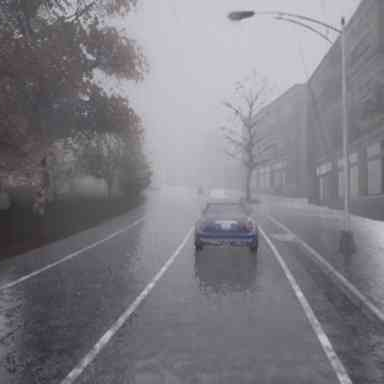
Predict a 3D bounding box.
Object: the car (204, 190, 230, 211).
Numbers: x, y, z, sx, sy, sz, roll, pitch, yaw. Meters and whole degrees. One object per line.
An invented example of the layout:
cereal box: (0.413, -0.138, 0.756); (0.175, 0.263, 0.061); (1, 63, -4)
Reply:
car: (2.051, 0.630, 28.288); (1.812, 1.442, 4.674); (0, 2, -1)

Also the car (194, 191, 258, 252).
car: (1.317, 1.033, 12.696); (2.097, 1.767, 4.553); (0, 2, 6)

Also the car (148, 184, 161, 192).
car: (-7.202, -0.769, 63.325); (1.837, 1.490, 4.892); (2, 2, -17)
